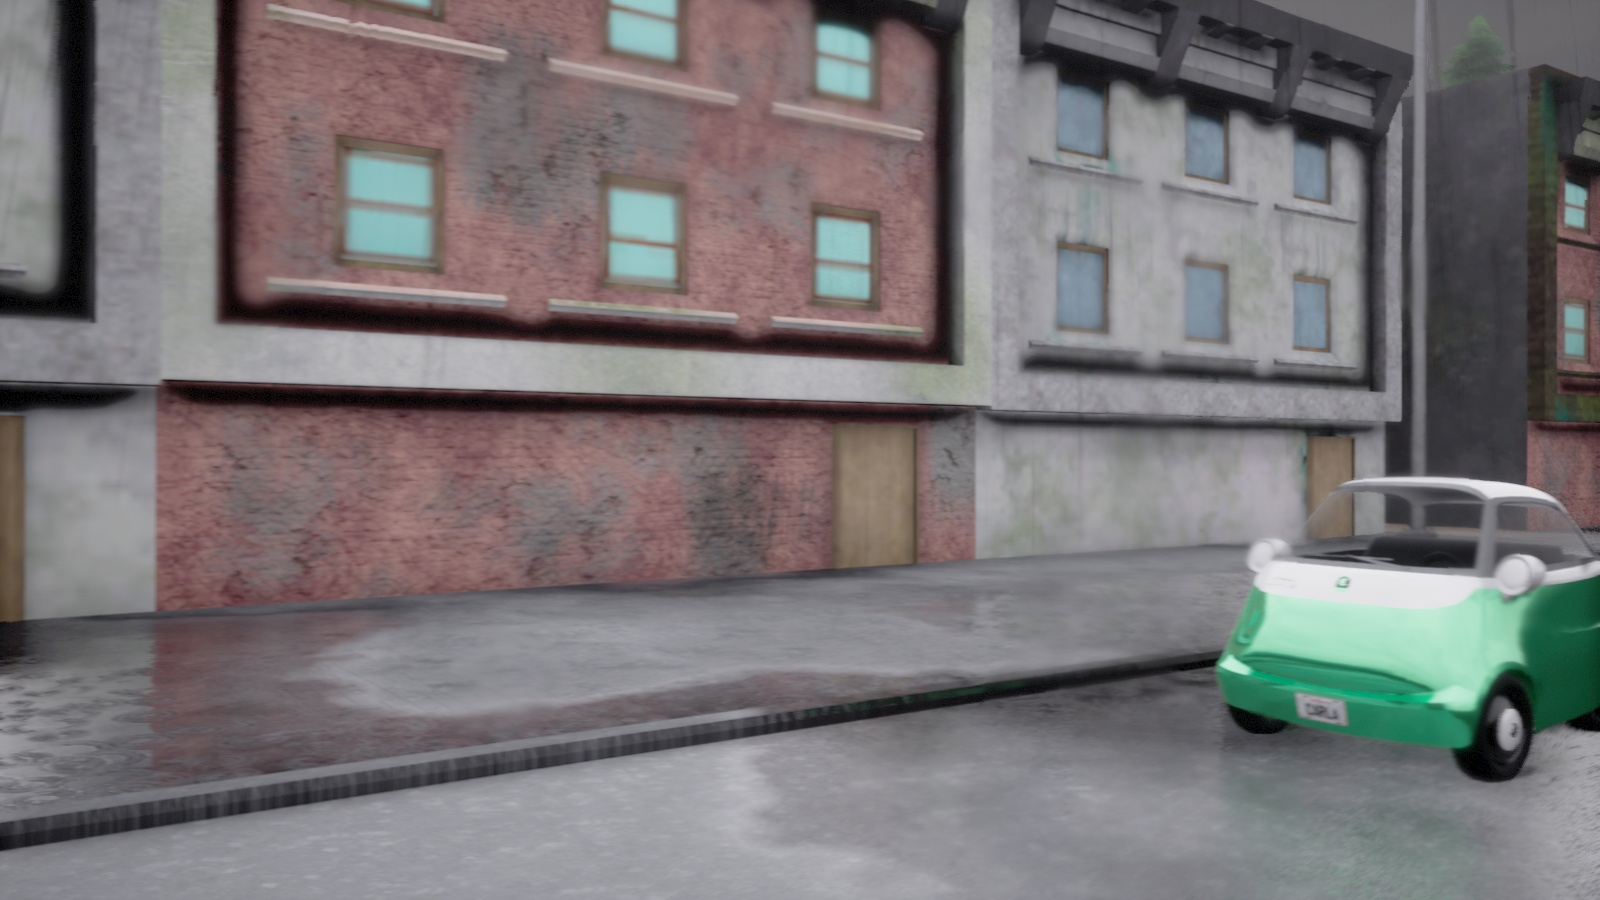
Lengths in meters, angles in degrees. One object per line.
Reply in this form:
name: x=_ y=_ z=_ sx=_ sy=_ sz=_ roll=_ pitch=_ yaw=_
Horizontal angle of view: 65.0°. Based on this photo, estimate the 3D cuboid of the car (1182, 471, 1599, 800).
car: x=3.325 y=0.809 z=6.588 sx=2.207 sy=1.376 sz=1.481 roll=0 pitch=0 yaw=-35
